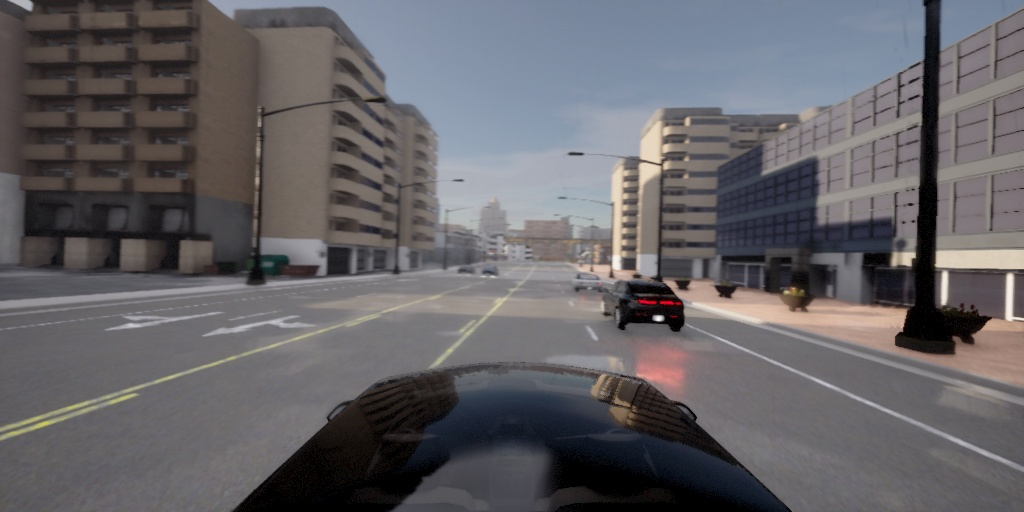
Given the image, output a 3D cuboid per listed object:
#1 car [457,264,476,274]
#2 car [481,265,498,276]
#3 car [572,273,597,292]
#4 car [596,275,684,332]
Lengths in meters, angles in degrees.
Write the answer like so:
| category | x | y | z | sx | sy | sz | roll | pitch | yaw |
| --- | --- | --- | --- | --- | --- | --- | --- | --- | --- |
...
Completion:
| category | x | y | z | sx | sy | sz | roll | pitch | yaw |
| --- | --- | --- | --- | --- | --- | --- | --- | --- | --- |
| car | -6.515 | 1.919 | 51.773 | 1.994 | 1.385 | 4.181 | 2 | -1 | 5 |
| car | -3.056 | 2.002 | 51.189 | 2.033 | 1.411 | 5.357 | 2 | 0 | 5 |
| car | 5.498 | 1.939 | 26.572 | 1.895 | 1.301 | 4.718 | 2 | -1 | 5 |
| car | 4.289 | 1.559 | 12.358 | 1.837 | 1.490 | 4.892 | 2 | -2 | 5 |
